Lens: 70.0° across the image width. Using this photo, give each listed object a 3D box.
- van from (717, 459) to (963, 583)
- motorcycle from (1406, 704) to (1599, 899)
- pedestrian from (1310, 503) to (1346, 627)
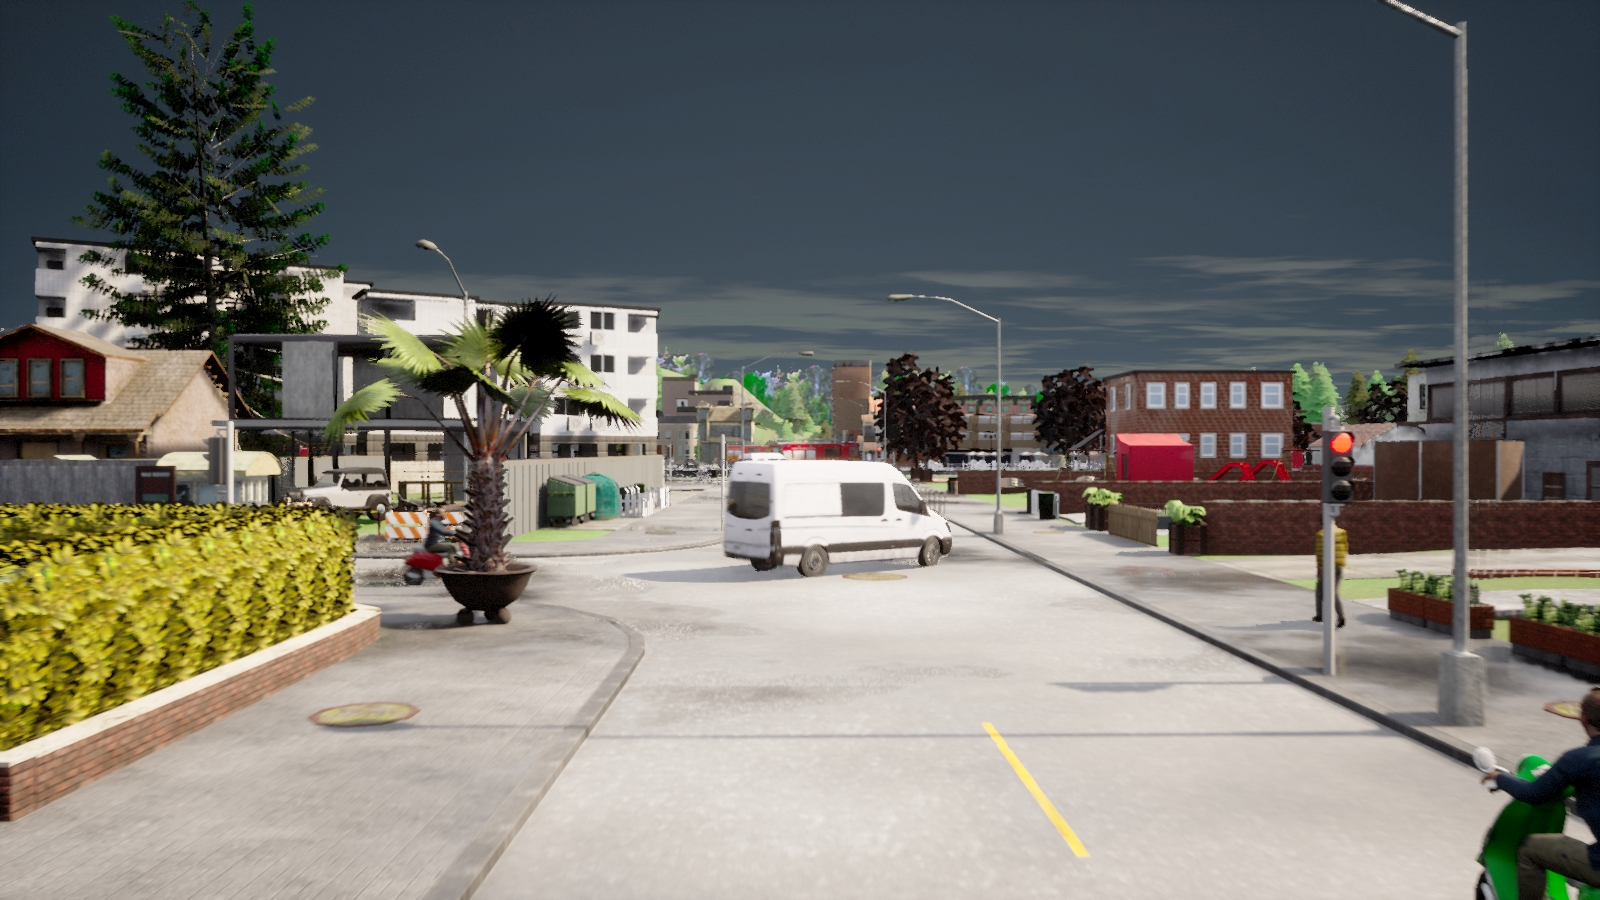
[{"bbox_3d":[1.063,1.534,26.919,5.915,2.561,1.988,0,1,-39],"label":"van"},{"bbox_3d":[3.968,2.142,5.767,0.856,1.316,1.805,0,0,0],"label":"motorcycle"},{"bbox_3d":[8.050,1.744,17.436,0.375,1.860,0.375,0,0,-1],"label":"pedestrian"}]
